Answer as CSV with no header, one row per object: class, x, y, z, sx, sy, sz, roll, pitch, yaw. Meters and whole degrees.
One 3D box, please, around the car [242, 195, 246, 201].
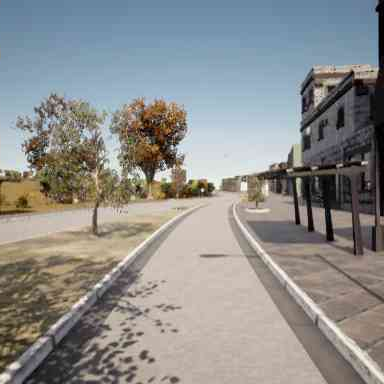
car,10.218,1.038,60.690,2.097,1.535,5.008,-1,0,13
